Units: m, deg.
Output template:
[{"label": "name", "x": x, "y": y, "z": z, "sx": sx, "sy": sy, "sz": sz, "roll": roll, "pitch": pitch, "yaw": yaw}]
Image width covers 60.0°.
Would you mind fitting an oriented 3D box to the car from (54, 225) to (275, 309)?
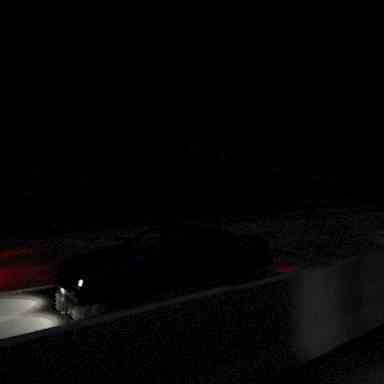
[{"label": "car", "x": -0.350, "y": 1.535, "z": 8.041, "sx": 5.357, "sy": 1.411, "sz": 2.033, "roll": 0, "pitch": 0, "yaw": -35}]
